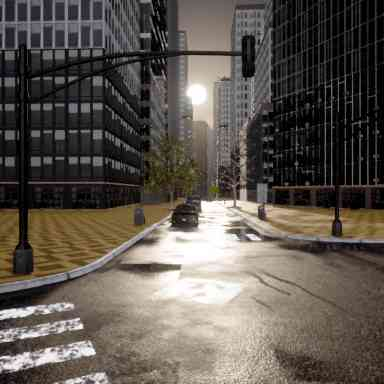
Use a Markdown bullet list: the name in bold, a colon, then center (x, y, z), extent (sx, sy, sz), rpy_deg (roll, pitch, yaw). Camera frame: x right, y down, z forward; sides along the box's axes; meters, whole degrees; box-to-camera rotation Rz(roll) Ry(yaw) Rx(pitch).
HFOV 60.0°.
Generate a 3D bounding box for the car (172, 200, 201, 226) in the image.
- **car**: center (-0.462, 1.654, 25.431), extent (1.882, 1.535, 5.008), rpy_deg (0, 0, 2)

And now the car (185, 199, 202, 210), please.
- **car**: center (-0.114, 1.777, 35.644), extent (1.812, 1.442, 4.674), rpy_deg (0, 0, 2)

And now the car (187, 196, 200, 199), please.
- **car**: center (0.245, 1.554, 46.298), extent (2.150, 2.045, 5.566), rpy_deg (0, 0, 2)
